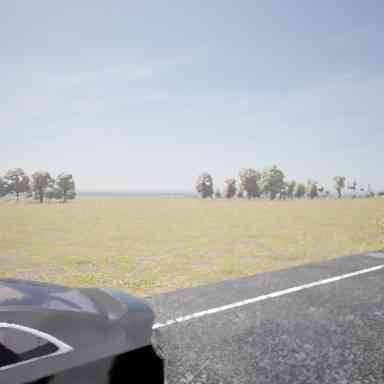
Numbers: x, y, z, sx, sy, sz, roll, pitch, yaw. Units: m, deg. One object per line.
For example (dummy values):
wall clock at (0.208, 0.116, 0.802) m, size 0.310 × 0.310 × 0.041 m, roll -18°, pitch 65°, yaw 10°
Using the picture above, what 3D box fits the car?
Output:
car at (-2.502, 1.490, 2.188) m, size 4.902 × 1.511 × 2.128 m, roll 0°, pitch 0°, yaw -35°
